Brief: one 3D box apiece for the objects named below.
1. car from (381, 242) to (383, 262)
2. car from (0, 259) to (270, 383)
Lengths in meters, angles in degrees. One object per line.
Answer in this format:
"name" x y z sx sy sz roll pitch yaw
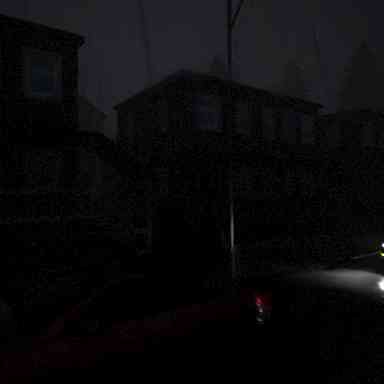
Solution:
"car" 7.606 1.446 10.089 4.892 1.490 1.837 0 0 -36
"car" -1.063 1.561 3.845 4.181 1.385 1.994 0 0 -36
